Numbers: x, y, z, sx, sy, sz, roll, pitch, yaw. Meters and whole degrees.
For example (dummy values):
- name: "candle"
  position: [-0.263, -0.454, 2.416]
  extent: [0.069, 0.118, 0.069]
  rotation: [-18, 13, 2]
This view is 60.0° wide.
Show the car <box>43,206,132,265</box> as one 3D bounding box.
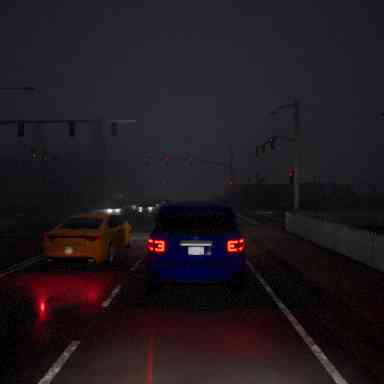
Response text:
- name: "car"
  position: [-3.389, 1.478, 11.686]
  extent: [1.882, 1.535, 5.008]
  rotation: [0, 0, 0]

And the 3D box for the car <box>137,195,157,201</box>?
- name: "car"
  position: [-6.927, 1.526, 51.649]
  extent: [1.812, 1.442, 4.674]
  rotation: [0, 0, 0]

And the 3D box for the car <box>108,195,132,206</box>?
- name: "car"
  position: [-10.454, 1.491, 47.050]
  extent: [2.128, 1.511, 4.902]
  rotation: [0, 0, 0]

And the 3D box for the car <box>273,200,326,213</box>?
- name: "car"
  position: [11.632, 1.547, 36.143]
  extent: [5.357, 1.411, 2.033]
  rotation: [0, 0, -1]

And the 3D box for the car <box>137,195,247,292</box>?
- name: "car"
  position: [0.089, 1.221, 9.061]
  extent: [2.150, 2.045, 5.566]
  rotation: [0, 0, 0]

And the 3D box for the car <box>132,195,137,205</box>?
- name: "car"
  position: [-10.412, 1.351, 56.846]
  extent: [2.097, 1.767, 4.553]
  rotation: [0, 0, 0]

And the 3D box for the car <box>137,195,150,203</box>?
- name: "car"
  position: [-10.290, 1.478, 70.776]
  extent: [1.882, 1.535, 5.008]
  rotation: [0, 0, 0]

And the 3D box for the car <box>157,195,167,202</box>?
- name: "car"
  position: [-6.774, 1.524, 76.169]
  extent: [1.812, 1.442, 4.674]
  rotation: [0, 0, 0]
